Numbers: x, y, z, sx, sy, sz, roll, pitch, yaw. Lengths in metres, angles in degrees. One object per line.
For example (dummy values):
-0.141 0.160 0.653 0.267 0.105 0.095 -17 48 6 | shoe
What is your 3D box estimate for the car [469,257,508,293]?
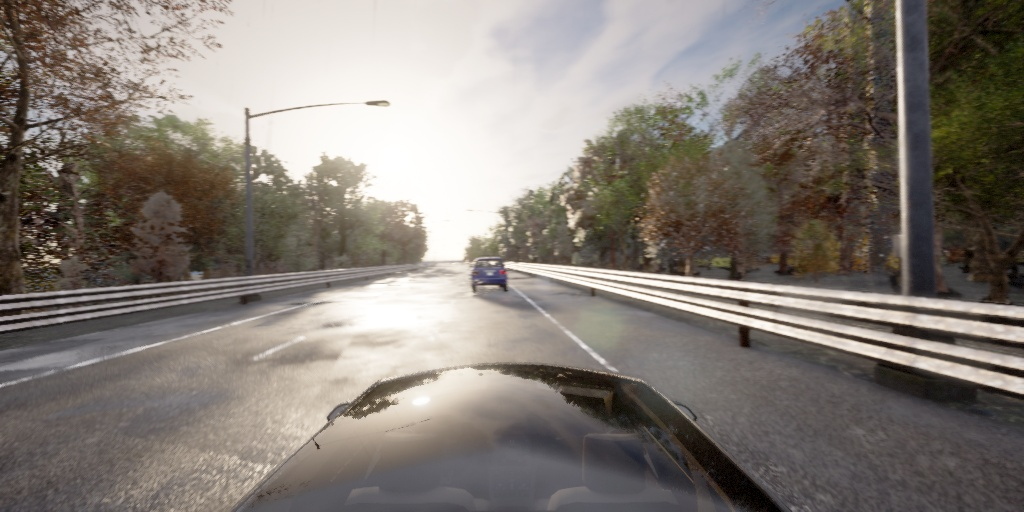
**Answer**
-1.476 1.110 22.681 2.150 2.045 5.566 -1 -1 -6 | car
